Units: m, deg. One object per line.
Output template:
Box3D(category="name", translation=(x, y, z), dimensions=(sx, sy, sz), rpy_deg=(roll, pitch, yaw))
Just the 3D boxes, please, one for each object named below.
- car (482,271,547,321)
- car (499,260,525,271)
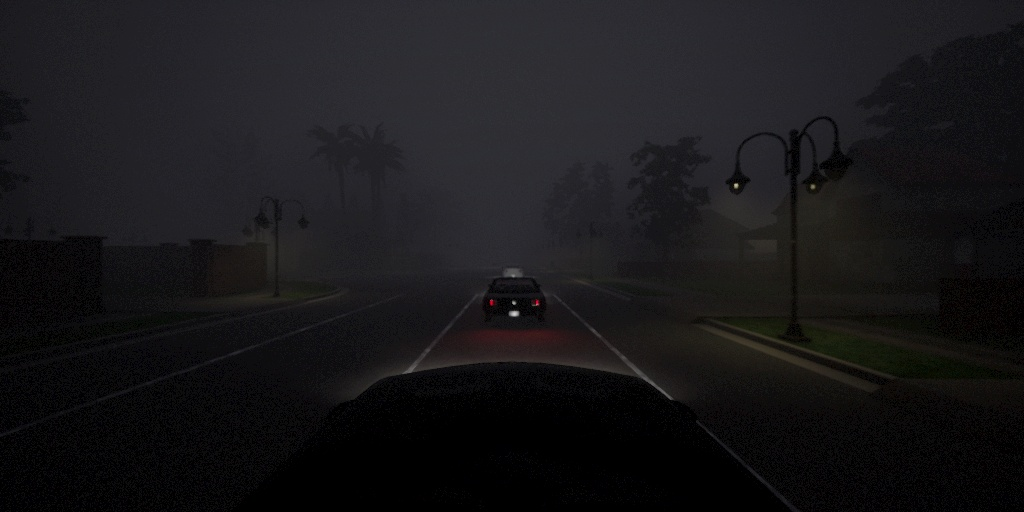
Box3D(category="car", translation=(0.080, 1.374, 12.524), dimensions=(1.895, 1.301, 4.718), rpy_deg=(0, 0, 0))
Box3D(category="car", translation=(0.081, 1.322, 30.140), dimensions=(1.812, 1.442, 4.674), rpy_deg=(0, 0, 0))
